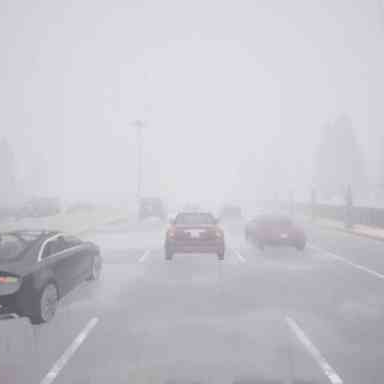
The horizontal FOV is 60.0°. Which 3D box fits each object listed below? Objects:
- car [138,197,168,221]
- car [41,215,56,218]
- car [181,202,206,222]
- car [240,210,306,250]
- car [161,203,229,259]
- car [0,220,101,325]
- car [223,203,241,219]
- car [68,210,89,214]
[{"bbox_3d":[-3.399,1.488,29.775,2.150,2.045,5.566,0,-1,0],"label":"car"},{"bbox_3d":[-14.095,1.501,30.755,2.150,2.045,5.566,0,-1,0],"label":"car"},{"bbox_3d":[0.101,1.765,30.582,2.128,1.511,4.902,0,-1,0],"label":"car"},{"bbox_3d":[3.601,1.699,15.052,1.994,1.385,4.181,0,-1,0],"label":"car"},{"bbox_3d":[0.101,1.472,13.318,2.097,1.767,4.553,0,-1,0],"label":"car"},{"bbox_3d":[-3.400,1.557,7.226,2.128,1.511,4.902,0,-1,0],"label":"car"},{"bbox_3d":[3.601,1.765,32.174,1.882,1.535,5.008,0,-1,0],"label":"car"},{"bbox_3d":[-10.594,1.788,31.543,1.837,1.490,4.892,0,0,0],"label":"car"}]
